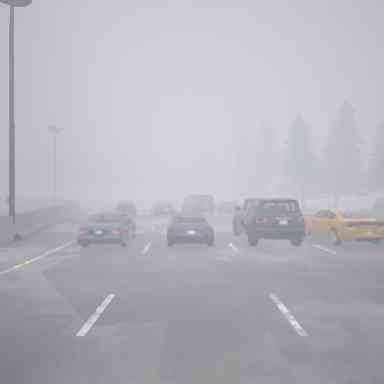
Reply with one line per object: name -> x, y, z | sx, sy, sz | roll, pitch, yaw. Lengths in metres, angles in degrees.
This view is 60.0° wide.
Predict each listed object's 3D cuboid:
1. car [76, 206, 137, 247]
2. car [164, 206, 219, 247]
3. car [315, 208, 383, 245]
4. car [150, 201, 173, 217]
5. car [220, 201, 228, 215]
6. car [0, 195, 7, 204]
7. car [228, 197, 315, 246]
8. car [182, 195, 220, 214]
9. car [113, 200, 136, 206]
car -> -3.639, 1.563, 14.957 | 2.033, 1.411, 5.357 | 0, 0, -3
car -> -0.145, 1.573, 15.164 | 1.994, 1.385, 4.181 | 0, 0, -3
car -> 6.843, 1.485, 15.577 | 1.882, 1.535, 5.008 | 0, 0, -3
car -> -2.812, 1.573, 31.688 | 1.994, 1.385, 4.181 | 0, 0, -15
car -> 3.951, 1.573, 33.495 | 1.994, 1.385, 4.181 | 0, 0, -15
car -> -34.864, 1.313, 59.687 | 2.097, 1.767, 4.553 | 0, 0, -45
car -> 3.347, 1.258, 15.400 | 2.150, 2.045, 5.566 | 0, 0, -3
car -> 0.562, 1.258, 32.620 | 2.150, 2.045, 5.566 | 0, 0, -15
car -> -6.193, 1.517, 30.785 | 1.837, 1.490, 4.892 | 0, 0, -15
